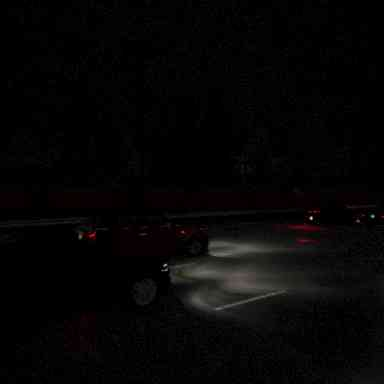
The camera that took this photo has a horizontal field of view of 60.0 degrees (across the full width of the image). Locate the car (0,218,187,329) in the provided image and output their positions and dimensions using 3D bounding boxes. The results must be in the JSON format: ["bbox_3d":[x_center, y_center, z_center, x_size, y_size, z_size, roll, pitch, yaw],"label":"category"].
[{"bbox_3d":[-2.742,1.477,6.095,5.008,1.535,1.882,0,0,-36],"label":"car"}]

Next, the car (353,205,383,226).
[{"bbox_3d":[13.165,1.544,21.975,5.357,1.411,2.033,0,0,-36],"label":"car"}]

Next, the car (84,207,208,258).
[{"bbox_3d":[-1.643,1.353,11.201,4.553,1.767,2.097,0,0,-36],"label":"car"}]

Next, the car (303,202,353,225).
[{"bbox_3d":[10.061,1.502,24.029,4.892,1.490,1.837,0,0,-36],"label":"car"}]
